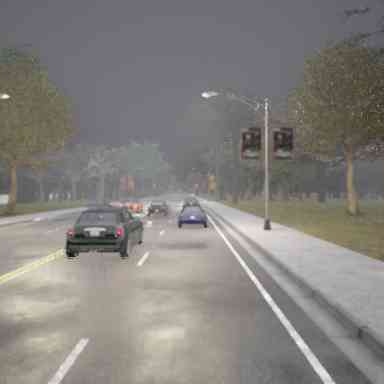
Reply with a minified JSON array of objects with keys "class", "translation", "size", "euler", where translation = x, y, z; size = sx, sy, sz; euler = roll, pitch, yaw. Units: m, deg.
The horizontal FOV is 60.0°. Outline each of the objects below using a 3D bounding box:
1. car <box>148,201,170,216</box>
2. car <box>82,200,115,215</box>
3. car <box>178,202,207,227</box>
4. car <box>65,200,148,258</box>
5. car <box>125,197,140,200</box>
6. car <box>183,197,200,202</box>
[{"class":"car","translation":[-3.272,1.588,33.129],"size":[1.812,1.442,4.674],"euler":[0,0,0]},{"class":"car","translation":[-9.923,1.617,35.720],"size":[2.033,1.411,5.357],"euler":[0,0,0]},{"class":"car","translation":[0.035,1.603,23.242],"size":[1.994,1.385,4.181],"euler":[0,0,0]},{"class":"car","translation":[-3.175,1.370,12.968],"size":[2.097,1.767,4.553],"euler":[0,0,0]},{"class":"car","translation":[-6.674,1.422,36.536],"size":[2.097,1.767,4.553],"euler":[0,0,0]},{"class":"car","translation":[-0.082,1.433,41.136],"size":[2.097,1.767,4.553],"euler":[0,0,0]}]
